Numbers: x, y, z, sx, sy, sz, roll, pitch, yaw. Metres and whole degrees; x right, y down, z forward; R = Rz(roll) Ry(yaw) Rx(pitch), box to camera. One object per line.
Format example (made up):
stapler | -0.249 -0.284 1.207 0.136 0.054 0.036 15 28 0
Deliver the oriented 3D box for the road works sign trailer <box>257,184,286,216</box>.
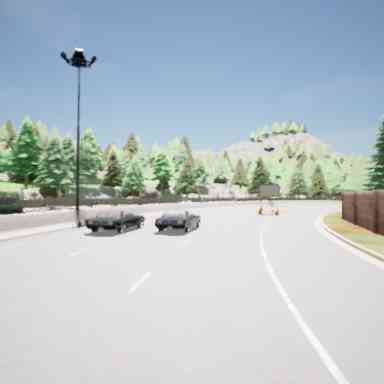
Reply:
road works sign trailer | 9.108 0.872 38.930 2.380 3.560 2.880 0 -1 30

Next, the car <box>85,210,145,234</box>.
car | -4.503 1.737 20.352 1.895 1.301 4.718 0 -1 12

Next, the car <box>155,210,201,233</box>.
car | -0.746 1.775 21.103 1.895 1.301 4.718 0 -1 13

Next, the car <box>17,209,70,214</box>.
car | -10.703 1.727 25.245 1.895 1.301 4.718 0 -1 15
